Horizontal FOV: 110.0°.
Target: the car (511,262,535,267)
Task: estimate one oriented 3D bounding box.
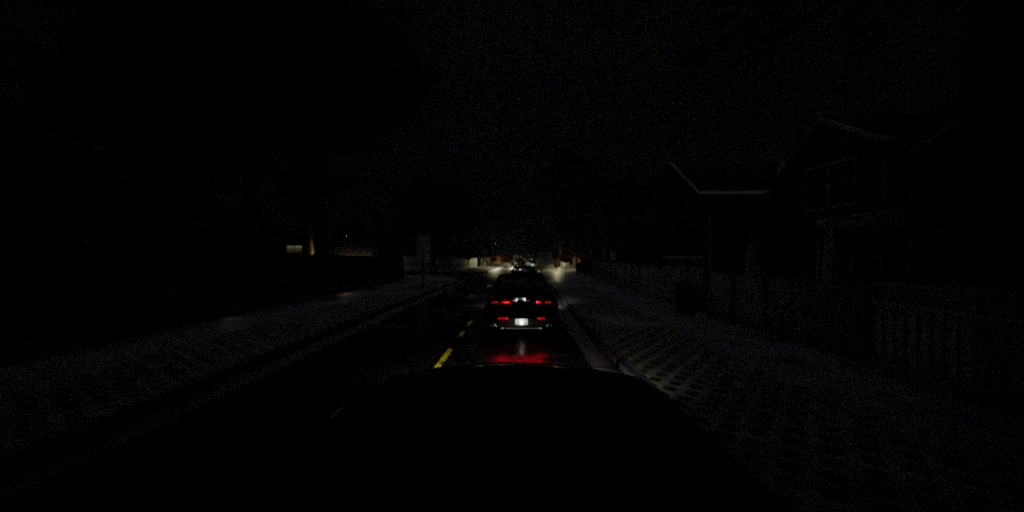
[{"bbox_3d":[0.641,1.257,20.034,1.994,1.385,4.181,0,0,3],"label":"car"}]

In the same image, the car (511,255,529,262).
[{"bbox_3d":[0.977,0.954,55.707,2.128,1.511,4.902,0,1,8],"label":"car"}]

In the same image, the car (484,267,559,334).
[{"bbox_3d":[0.273,1.228,10.507,1.837,1.490,4.892,0,0,1],"label":"car"}]
